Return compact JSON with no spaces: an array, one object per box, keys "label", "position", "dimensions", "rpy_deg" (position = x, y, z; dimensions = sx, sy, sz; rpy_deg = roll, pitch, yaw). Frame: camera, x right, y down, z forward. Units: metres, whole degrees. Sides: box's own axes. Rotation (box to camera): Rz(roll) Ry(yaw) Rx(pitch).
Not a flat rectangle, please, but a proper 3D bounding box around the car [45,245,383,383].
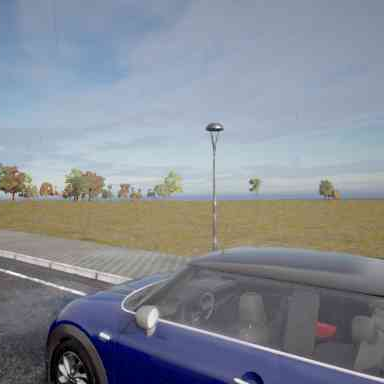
[{"label":"car","position":[0.541,1.353,3.328],"dimensions":[4.553,1.767,2.097],"rpy_deg":[0,0,36]}]
